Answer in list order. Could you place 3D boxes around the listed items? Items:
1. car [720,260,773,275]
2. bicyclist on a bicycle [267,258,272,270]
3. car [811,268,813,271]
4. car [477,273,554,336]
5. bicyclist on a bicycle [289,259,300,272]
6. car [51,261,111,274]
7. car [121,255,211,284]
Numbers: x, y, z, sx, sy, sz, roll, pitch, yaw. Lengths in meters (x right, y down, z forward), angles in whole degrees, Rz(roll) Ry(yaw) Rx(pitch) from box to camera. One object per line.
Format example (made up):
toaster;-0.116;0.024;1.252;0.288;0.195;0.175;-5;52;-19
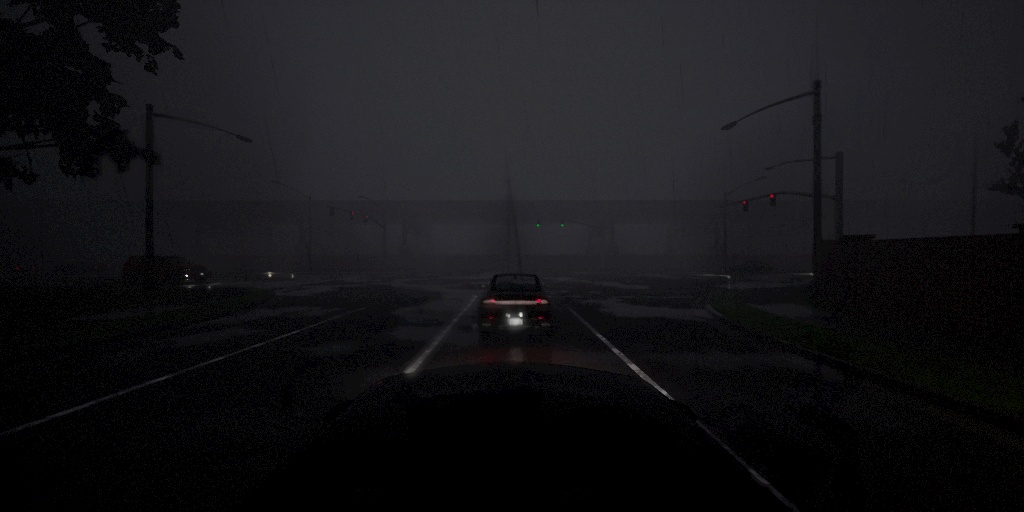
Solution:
car;23.503;1.140;36.003;4.674;1.442;1.812;-1;0;2
bicyclist on a bicycle;-31.596;1.050;46.730;0.582;1.620;1.656;0;0;-33
car;33.178;1.047;35.737;5.357;1.411;2.033;-1;0;2
car;0.097;1.243;10.366;2.128;1.511;4.902;0;0;0
bicyclist on a bicycle;-27.044;1.203;44.640;0.582;1.620;1.656;0;0;14
car;-49.659;1.297;41.373;5.357;1.411;2.033;0;0;2
car;-25.625;0.971;26.644;5.566;2.045;2.150;0;0;4
